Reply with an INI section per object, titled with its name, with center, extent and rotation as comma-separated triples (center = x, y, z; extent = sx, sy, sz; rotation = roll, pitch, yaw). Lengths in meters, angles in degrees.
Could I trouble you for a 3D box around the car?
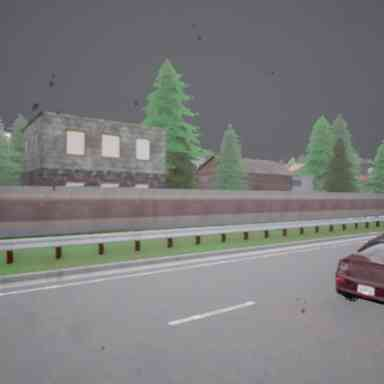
[car]
center = 5.000, 1.624, 7.325
extent = 4.674, 1.442, 1.812
rotation = 1, 0, -36
